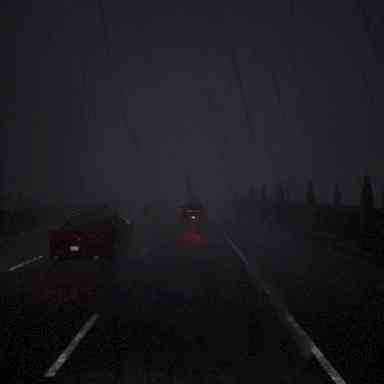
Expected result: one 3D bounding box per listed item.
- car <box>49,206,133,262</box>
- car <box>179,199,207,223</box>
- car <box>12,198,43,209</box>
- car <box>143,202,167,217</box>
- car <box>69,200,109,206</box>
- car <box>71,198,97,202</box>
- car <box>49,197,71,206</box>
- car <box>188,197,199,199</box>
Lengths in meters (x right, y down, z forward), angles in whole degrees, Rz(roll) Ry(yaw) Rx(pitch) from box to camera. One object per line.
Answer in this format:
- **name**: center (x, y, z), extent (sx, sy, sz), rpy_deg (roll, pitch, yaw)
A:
- **car**: center (-3.407, 1.482, 12.124), extent (1.882, 1.535, 5.008), rpy_deg (0, 0, 0)
- **car**: center (0.090, 1.513, 25.702), extent (1.837, 1.490, 4.892), rpy_deg (0, 0, 0)
- **car**: center (-20.927, 1.492, 42.518), extent (1.882, 1.535, 5.008), rpy_deg (0, 0, 2)
- **car**: center (-3.413, 1.611, 31.673), extent (1.895, 1.301, 4.718), rpy_deg (0, 0, 0)
- **car**: center (-6.910, 1.556, 24.433), extent (2.033, 1.411, 5.357), rpy_deg (0, 0, 0)
- **car**: center (-13.889, 1.563, 44.967), extent (2.033, 1.411, 5.357), rpy_deg (0, 0, 3)
- **car**: center (-17.364, 1.519, 44.704), extent (1.837, 1.490, 4.892), rpy_deg (0, 0, 3)
- **car**: center (0.184, 1.366, 41.898), extent (2.097, 1.767, 4.553), rpy_deg (0, 0, 2)
